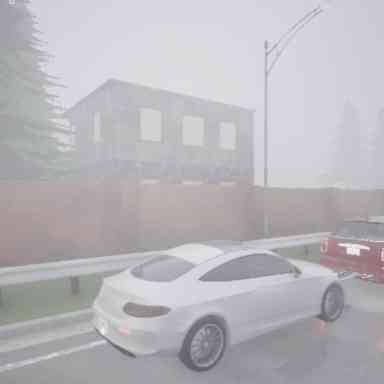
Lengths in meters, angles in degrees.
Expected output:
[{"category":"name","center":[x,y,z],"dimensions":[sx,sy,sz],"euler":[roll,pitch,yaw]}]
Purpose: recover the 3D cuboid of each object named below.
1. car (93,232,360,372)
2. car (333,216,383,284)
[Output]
[{"category":"car","center":[0.723,1.571,5.682],"dimensions":[4.674,1.442,1.812],"euler":[1,-1,-36]},{"category":"car","center":[5.565,1.448,9.178],"dimensions":[4.553,1.767,2.097],"euler":[1,-1,-36]}]
